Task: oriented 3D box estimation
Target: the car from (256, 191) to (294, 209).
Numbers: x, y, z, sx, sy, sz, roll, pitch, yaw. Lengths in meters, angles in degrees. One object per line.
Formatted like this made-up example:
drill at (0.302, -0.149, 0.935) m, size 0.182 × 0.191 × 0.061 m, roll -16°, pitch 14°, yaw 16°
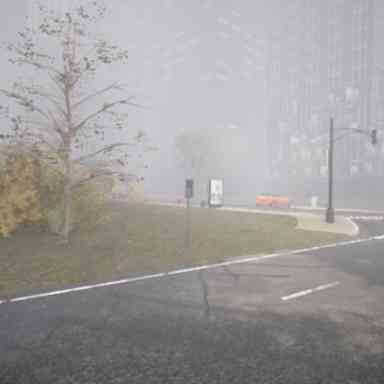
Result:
car at (9.165, 0.853, 36.528) m, size 4.553 × 1.767 × 2.097 m, roll 2°, pitch 1°, yaw -38°
